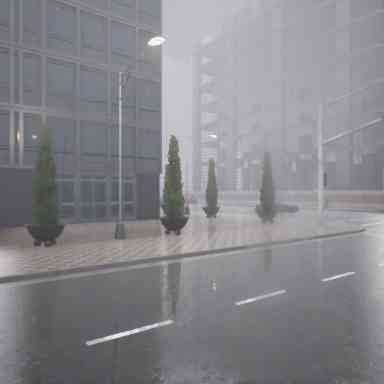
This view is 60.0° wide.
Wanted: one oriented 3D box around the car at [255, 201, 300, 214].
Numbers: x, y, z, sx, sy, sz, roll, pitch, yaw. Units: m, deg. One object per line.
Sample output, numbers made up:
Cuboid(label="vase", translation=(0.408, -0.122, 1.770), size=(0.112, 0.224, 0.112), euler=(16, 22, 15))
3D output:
Cuboid(label="car", translation=(9.208, 1.656, 35.904), size=(1.895, 1.301, 4.718), euler=(0, 0, -36))

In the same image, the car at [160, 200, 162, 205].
Cuboid(label="car", translation=(-3.770, 1.580, 53.704), size=(1.812, 1.442, 4.674), euler=(0, 0, -36))

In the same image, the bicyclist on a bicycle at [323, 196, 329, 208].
Cuboid(label="bicyclist on a bicycle", translation=(17.854, 1.355, 44.381), size=(1.656, 1.620, 0.582), euler=(0, 0, -36))

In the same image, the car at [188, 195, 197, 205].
Cuboid(label="car", translation=(-1.005, 1.407, 61.995), size=(2.097, 1.767, 4.553), euler=(0, 0, -36))
